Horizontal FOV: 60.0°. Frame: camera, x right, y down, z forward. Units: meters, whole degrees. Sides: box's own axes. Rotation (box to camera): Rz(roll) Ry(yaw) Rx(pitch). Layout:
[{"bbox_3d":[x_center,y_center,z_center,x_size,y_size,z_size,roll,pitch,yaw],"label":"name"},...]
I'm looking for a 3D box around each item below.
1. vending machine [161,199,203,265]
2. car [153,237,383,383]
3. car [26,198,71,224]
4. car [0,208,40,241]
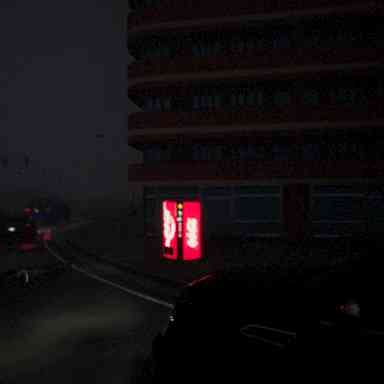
[{"bbox_3d":[-0.346,1.284,11.266,1.100,2.100,0.880,0,-1,-40],"label":"vending machine"},{"bbox_3d":[2.280,1.226,2.485,5.566,2.045,2.150,0,0,35],"label":"car"},{"bbox_3d":[-11.787,1.521,27.531,2.150,2.045,5.566,0,0,-3],"label":"car"},{"bbox_3d":[-9.350,1.769,17.657,1.994,1.385,4.181,0,0,-23],"label":"car"}]
